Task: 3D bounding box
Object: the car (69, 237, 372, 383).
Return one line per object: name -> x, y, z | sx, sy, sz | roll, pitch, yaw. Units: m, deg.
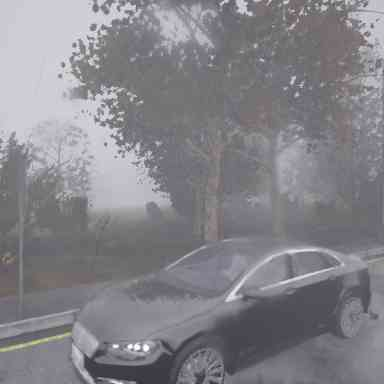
car -> 0.775, 1.492, 4.972 | 4.902, 1.511, 2.128 | 0, 0, -36
